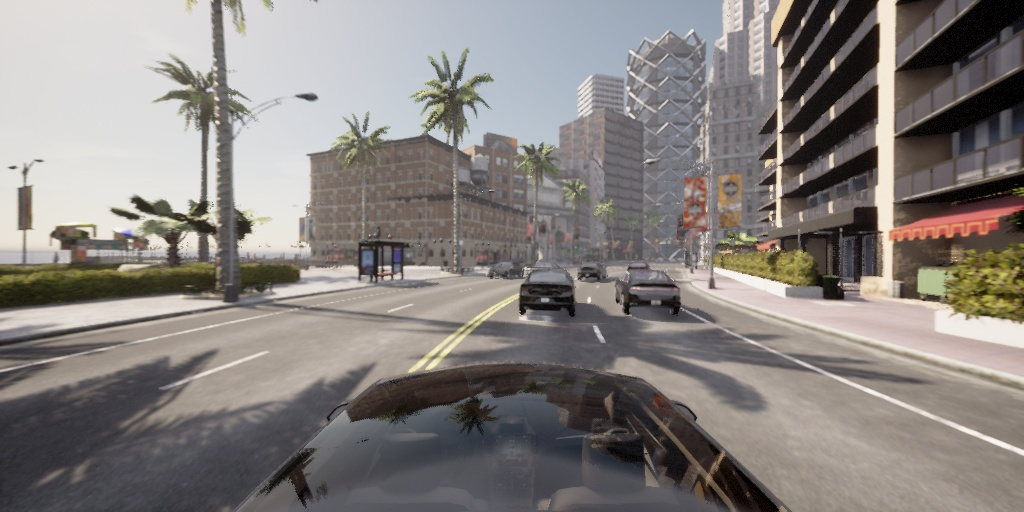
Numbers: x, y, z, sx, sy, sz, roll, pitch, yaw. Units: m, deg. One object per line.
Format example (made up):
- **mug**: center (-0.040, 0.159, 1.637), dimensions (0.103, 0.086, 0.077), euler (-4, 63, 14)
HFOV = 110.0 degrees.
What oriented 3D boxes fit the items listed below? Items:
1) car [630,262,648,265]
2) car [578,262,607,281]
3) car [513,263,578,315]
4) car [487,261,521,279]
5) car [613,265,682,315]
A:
- **car**: center (11.584, 1.275, 32.641), dimensions (1.882, 1.535, 5.008), euler (0, 0, 24)
- **car**: center (6.911, 1.275, 30.667), dimensions (1.837, 1.490, 4.892), euler (0, 0, 23)
- **car**: center (1.471, 1.227, 13.697), dimensions (1.882, 1.535, 5.008), euler (0, 0, 10)
- **car**: center (-0.488, 1.228, 31.837), dimensions (1.837, 1.490, 4.892), euler (0, 0, 23)
- **car**: center (5.040, 1.263, 13.767), dimensions (2.128, 1.511, 4.902), euler (0, 0, 11)
